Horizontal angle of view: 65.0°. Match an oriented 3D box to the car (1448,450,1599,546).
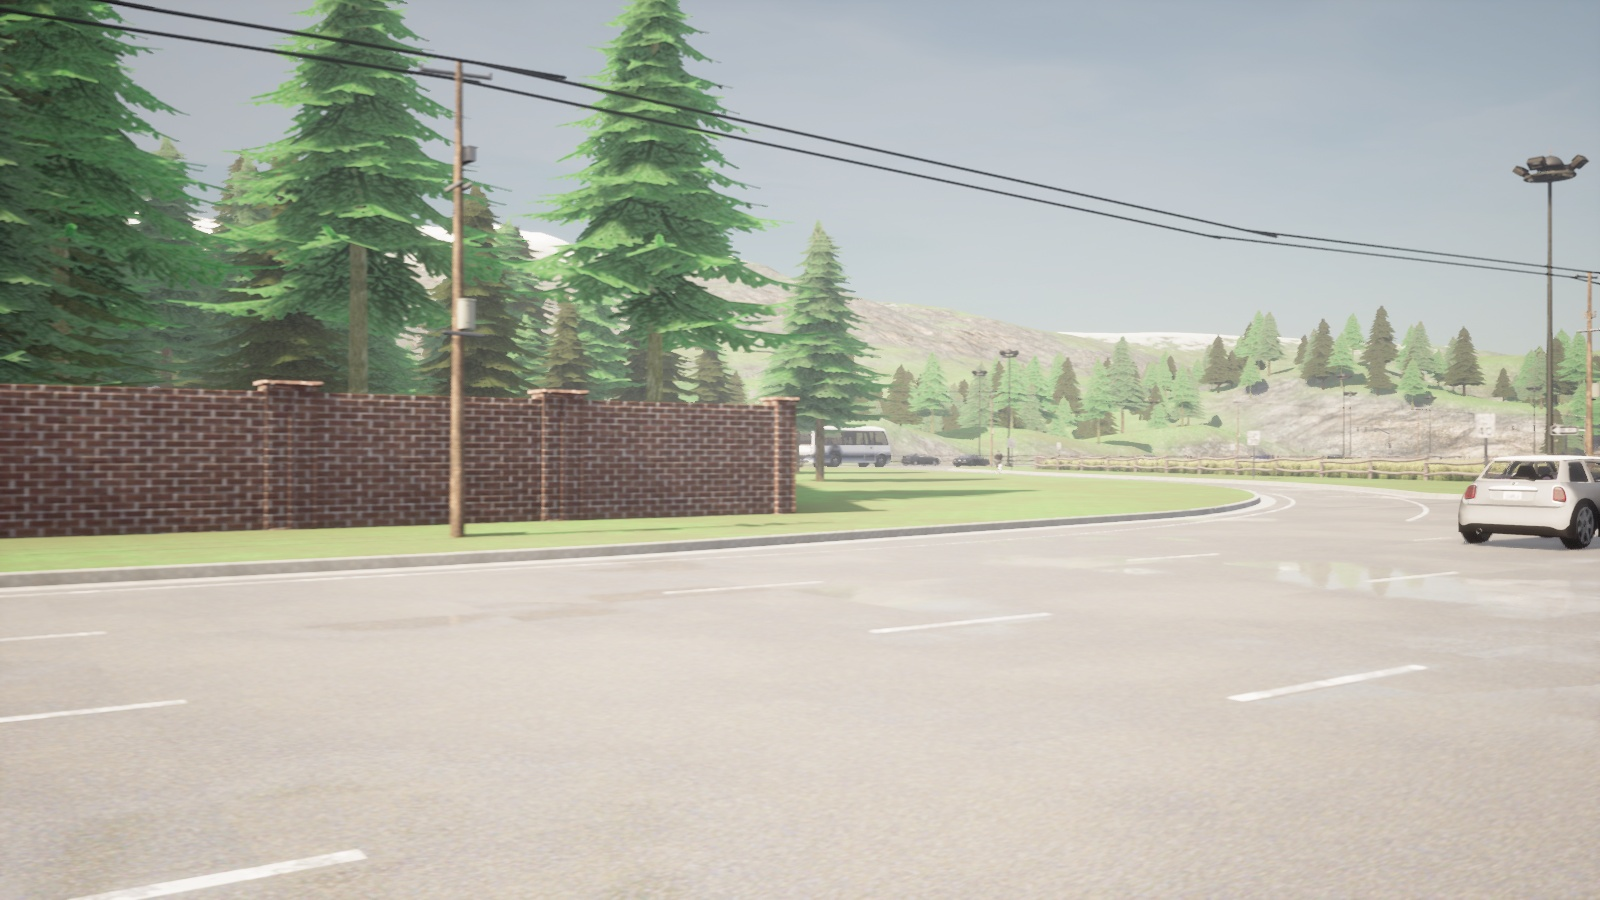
[{"bbox_3d":[12.902,0.732,21.167,3.806,1.475,1.970,0,0,-35],"label":"car"}]
